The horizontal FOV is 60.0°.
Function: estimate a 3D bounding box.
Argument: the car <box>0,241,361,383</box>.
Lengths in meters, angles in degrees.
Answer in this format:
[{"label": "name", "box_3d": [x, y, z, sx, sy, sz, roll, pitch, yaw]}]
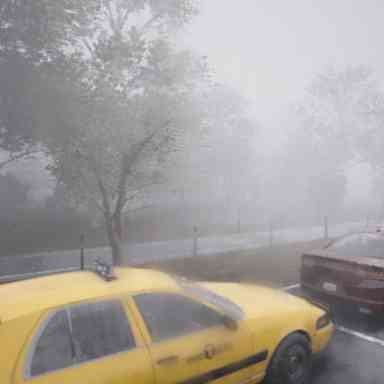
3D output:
[{"label": "car", "box_3d": [-0.663, 1.500, 3.573, 5.366, 1.575, 1.946, 0, 0, -33]}]

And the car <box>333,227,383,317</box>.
[{"label": "car", "box_3d": [4.528, 1.521, 7.286, 5.008, 1.535, 2.097, 0, 0, -33]}]
